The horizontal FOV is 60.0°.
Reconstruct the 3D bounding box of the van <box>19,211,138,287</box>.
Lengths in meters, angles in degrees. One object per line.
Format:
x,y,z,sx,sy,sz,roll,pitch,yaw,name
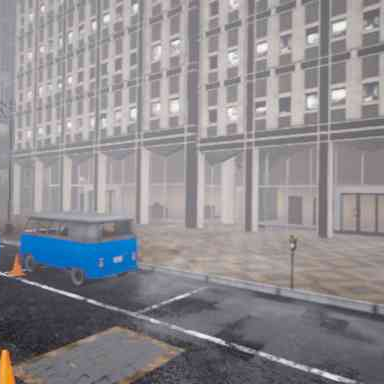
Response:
-3.362,1.484,9.555,3.998,1.788,1.690,0,-1,37,van

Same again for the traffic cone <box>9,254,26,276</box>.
-5.018,2.087,9.588,0.340,0.580,0.340,0,-1,37,traffic cone

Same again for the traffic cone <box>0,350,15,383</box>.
-2.017,2.007,3.590,0.340,0.580,0.340,0,-1,37,traffic cone
